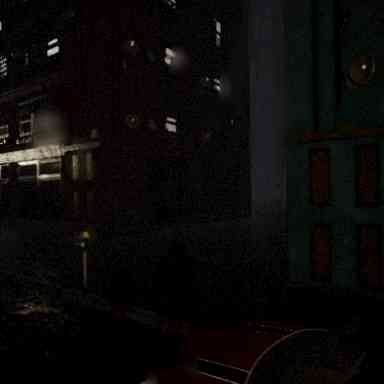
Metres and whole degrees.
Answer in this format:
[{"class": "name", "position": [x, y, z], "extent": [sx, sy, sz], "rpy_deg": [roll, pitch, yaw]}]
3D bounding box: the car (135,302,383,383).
[{"class": "car", "position": [1.381, 1.441, 1.908], "extent": [4.097, 1.590, 1.967], "rpy_deg": [0, -1, 35]}]
